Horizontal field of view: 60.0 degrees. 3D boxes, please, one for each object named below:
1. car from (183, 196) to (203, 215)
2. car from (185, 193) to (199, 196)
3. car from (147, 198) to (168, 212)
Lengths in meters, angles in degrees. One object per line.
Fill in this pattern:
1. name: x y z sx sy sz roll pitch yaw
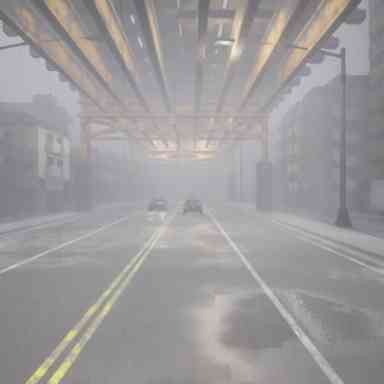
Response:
1. car: 0.085 1.360 31.999 2.033 1.411 5.357 0 1 0
2. car: 0.015 0.876 76.378 1.882 1.535 5.008 0 1 20
3. car: -3.592 1.325 35.812 2.033 1.411 5.357 0 1 0
